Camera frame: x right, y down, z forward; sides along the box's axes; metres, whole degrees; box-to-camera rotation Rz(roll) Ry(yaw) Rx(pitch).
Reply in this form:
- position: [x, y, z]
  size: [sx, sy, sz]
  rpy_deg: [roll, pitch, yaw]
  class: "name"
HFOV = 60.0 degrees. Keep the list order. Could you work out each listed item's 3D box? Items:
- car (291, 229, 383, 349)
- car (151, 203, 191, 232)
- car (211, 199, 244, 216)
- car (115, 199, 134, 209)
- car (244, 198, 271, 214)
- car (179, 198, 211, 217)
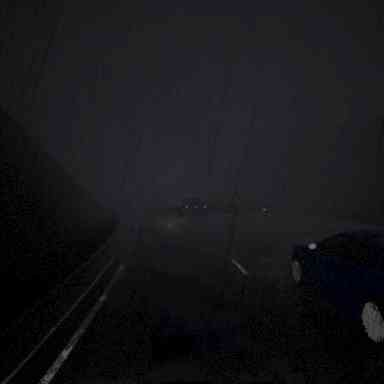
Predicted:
- position: [3.445, 1.434, 6.228]
  size: [1.882, 1.535, 5.008]
  rpy_deg: [0, 0, -3]
  class: "car"
- position: [-1.513, 1.615, 20.395]
  size: [1.895, 1.301, 4.718]
  rpy_deg: [-1, 0, -10]
  class: "car"
- position: [3.014, 1.434, 32.627]
  size: [1.882, 1.535, 5.008]
  rpy_deg: [0, 0, -14]
  class: "car"
- position: [-9.801, 1.673, 48.158]
  size: [1.994, 1.385, 4.181]
  rpy_deg: [-1, 0, -23]
  class: "car"
- position: [6.266, 1.422, 33.988]
  size: [1.837, 1.490, 4.892]
  rpy_deg: [0, 0, -15]
  class: "car"
- position: [-0.148, 1.348, 30.681]
  size: [2.097, 1.767, 4.553]
  rpy_deg: [-1, 0, -14]
  class: "car"
